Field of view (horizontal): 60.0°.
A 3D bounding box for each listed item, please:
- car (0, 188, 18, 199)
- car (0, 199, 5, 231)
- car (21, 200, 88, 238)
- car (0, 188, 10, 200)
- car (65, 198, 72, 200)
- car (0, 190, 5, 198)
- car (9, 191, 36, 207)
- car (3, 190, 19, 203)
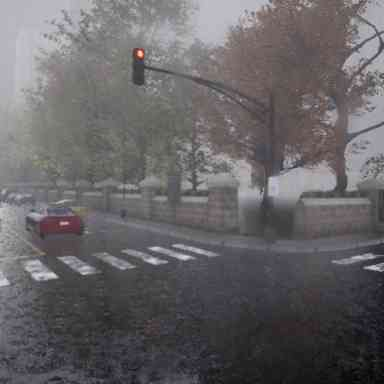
[{"bbox_3d":[-25.047,0.441,45.870,2.192,1.841,5.009,1,0,-36],"label":"car"},{"bbox_3d":[-10.456,1.154,15.926,1.882,1.535,5.008,0,1,-36],"label":"car"},{"bbox_3d":[-6.671,1.292,16.036,1.994,1.385,4.181,0,1,-35],"label":"car"},{"bbox_3d":[-31.559,0.250,54.827,2.192,1.841,5.009,1,0,-36],"label":"car"},{"bbox_3d":[-8.872,1.133,23.615,1.752,1.417,4.829,2,0,-36],"label":"car"},{"bbox_3d":[-34.822,0.390,59.305,2.008,1.369,4.403,1,0,-36],"label":"car"},{"bbox_3d":[-18.541,0.869,36.913,2.008,1.369,4.403,1,0,-36],"label":"car"},{"bbox_3d":[-21.798,0.788,41.392,1.947,1.339,4.313,1,0,-36],"label":"car"}]
